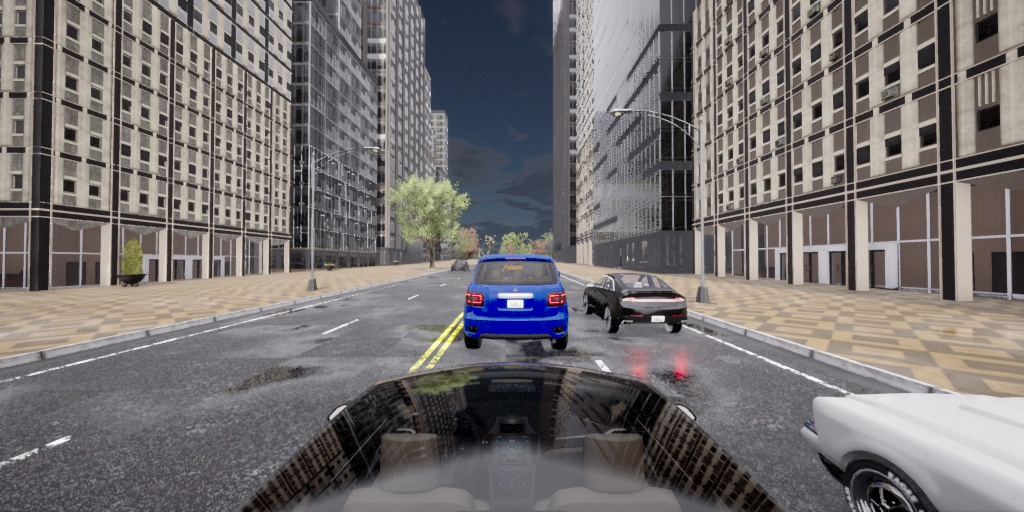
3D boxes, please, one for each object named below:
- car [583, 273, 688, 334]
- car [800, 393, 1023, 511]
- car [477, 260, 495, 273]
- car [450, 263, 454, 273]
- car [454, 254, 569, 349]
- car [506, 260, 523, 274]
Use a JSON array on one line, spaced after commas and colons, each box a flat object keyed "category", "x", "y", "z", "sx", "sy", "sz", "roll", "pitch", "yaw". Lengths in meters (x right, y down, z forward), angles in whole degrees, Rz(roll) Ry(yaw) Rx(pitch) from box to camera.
[{"category": "car", "x": 3.388, "y": 1.244, "z": 10.712, "sx": 2.128, "sy": 1.511, "sz": 4.902, "roll": 0, "pitch": 0, "yaw": 0}, {"category": "car", "x": 3.346, "y": 1.351, "z": 0.829, "sx": 1.895, "sy": 1.301, "sz": 4.718, "roll": 0, "pitch": 0, "yaw": 0}, {"category": "car", "x": -3.132, "y": 1.290, "z": 44.338, "sx": 1.812, "sy": 1.442, "sz": 4.674, "roll": 0, "pitch": 0, "yaw": 1}, {"category": "car", "x": -6.381, "y": 1.272, "z": 44.436, "sx": 1.837, "sy": 1.490, "sz": 4.892, "roll": 0, "pitch": -1, "yaw": 1}, {"category": "car", "x": 0.120, "y": 0.974, "z": 9.276, "sx": 2.150, "sy": 2.045, "sz": 5.566, "roll": 0, "pitch": 0, "yaw": 1}, {"category": "car", "x": 0.277, "y": 1.242, "z": 42.640, "sx": 1.882, "sy": 1.535, "sz": 5.008, "roll": 0, "pitch": 0, "yaw": 0}]
